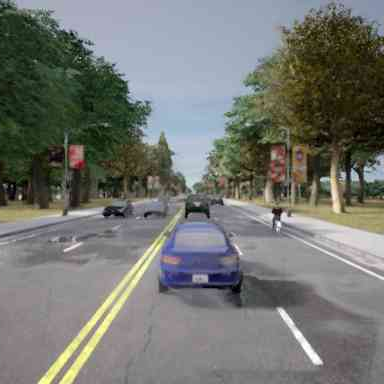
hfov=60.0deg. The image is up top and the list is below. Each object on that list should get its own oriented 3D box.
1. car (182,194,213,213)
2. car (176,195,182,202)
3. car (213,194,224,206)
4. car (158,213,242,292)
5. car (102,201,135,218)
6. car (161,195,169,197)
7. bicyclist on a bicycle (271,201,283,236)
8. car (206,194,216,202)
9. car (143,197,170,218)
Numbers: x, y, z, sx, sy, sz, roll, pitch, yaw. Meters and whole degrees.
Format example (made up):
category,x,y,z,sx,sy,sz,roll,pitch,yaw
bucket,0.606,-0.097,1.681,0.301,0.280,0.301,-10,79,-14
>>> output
category,x,y,z,sx,sy,sz,roll,pitch,yaw
car,0.460,1.157,29.773,2.150,2.045,5.566,0,0,0
car,-2.354,1.338,69.384,1.882,1.535,5.008,0,0,1
car,4.055,1.283,55.022,2.097,1.767,4.553,0,0,1
car,0.190,1.504,8.735,1.812,1.442,4.674,0,0,1
car,-6.240,1.449,28.896,2.033,1.411,5.357,0,0,1
car,-5.609,1.389,69.010,2.033,1.411,5.357,0,0,1
bicyclist on a bicycle,4.346,1.351,17.180,0.659,1.776,1.843,0,0,1
car,4.201,1.290,73.435,2.097,1.767,4.553,0,0,1
car,-2.990,1.466,28.933,2.033,1.411,5.357,0,0,1
